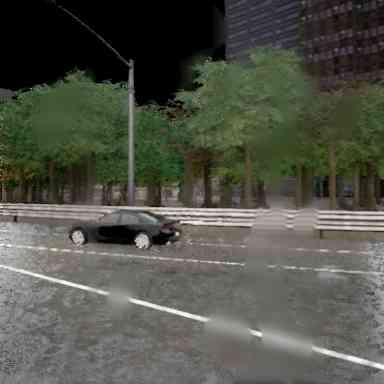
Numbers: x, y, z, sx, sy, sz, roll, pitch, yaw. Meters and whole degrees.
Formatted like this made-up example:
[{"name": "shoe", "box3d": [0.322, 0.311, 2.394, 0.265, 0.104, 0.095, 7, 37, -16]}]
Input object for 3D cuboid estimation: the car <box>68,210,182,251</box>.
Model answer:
[{"name": "car", "box3d": [-2.872, 1.502, 14.049, 5.008, 1.535, 1.882, 0, 0, 21]}]
